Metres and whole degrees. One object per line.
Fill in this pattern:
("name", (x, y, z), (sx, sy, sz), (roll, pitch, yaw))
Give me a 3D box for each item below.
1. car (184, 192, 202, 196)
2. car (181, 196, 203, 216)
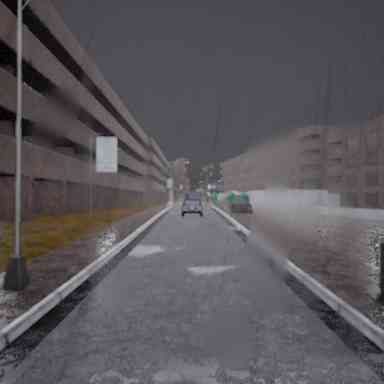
("car", (0.071, 0.992, 43.759), (2.150, 2.045, 5.566), (0, 0, 1))
("car", (0.019, 1.301, 28.788), (2.033, 1.411, 5.357), (0, 0, 0))
